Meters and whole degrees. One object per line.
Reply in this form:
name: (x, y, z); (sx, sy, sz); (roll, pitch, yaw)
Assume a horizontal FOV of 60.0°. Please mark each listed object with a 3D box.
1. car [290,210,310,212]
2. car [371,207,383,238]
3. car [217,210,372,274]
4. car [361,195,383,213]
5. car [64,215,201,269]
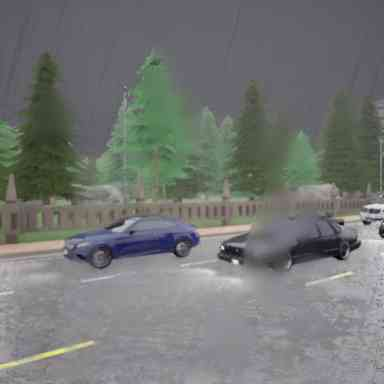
car: (5.530, 1.579, 16.587); (4.718, 1.301, 1.895); (0, 0, -36)
car: (10.837, 1.534, 16.087); (4.181, 1.385, 1.994); (0, 0, -36)
car: (3.357, 1.534, 10.719); (5.357, 1.411, 2.033); (0, 0, -36)
car: (13.627, 1.181, 22.385); (5.566, 2.045, 2.150); (0, 0, -35)
car: (-1.853, 1.521, 11.265); (4.674, 1.442, 1.812); (0, 0, -35)
